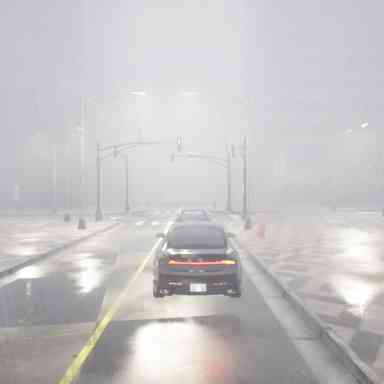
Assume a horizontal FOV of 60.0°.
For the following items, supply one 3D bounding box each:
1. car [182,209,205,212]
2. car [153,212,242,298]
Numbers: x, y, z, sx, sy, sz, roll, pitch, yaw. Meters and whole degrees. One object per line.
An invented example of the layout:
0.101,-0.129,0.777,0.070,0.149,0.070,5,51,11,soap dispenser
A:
0.066,1.556,17.413,1.994,1.385,4.181,0,0,1,car
0.103,1.502,8.510,1.837,1.490,4.892,0,0,0,car
